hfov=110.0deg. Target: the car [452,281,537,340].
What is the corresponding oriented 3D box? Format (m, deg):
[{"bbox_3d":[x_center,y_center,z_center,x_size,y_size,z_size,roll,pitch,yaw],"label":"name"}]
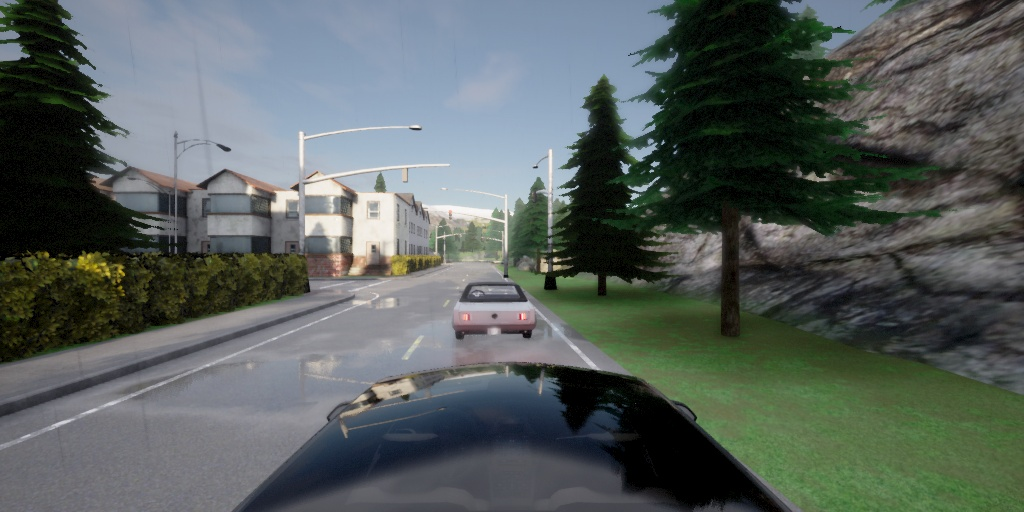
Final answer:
[{"bbox_3d":[-0.539,1.351,10.019,1.895,1.301,4.718,0,0,-4],"label":"car"}]
